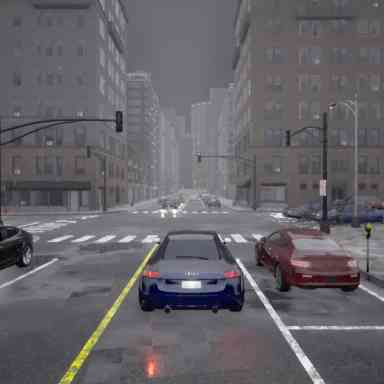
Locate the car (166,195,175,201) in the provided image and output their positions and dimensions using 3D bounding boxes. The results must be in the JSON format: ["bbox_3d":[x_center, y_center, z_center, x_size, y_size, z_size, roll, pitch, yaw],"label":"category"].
[{"bbox_3d":[-5.198,1.350,79.249,1.802,1.307,4.206,0,0,0],"label":"car"}]

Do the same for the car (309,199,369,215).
[{"bbox_3d":[13.660,1.356,31.144,4.718,1.301,1.895,-1,0,0],"label":"car"}]

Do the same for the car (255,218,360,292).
[{"bbox_3d":[2.760,1.580,8.646,1.802,1.307,4.206,0,0,0],"label":"car"}]

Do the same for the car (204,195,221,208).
[{"bbox_3d":[3.037,1.509,45.855,1.802,1.307,4.206,0,0,0],"label":"car"}]

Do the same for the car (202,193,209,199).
[{"bbox_3d":[3.821,1.146,93.004,1.882,1.535,5.008,0,0,0],"label":"car"}]

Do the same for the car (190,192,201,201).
[{"bbox_3d":[0.520,1.320,74.294,1.812,1.442,4.674,0,0,0],"label":"car"}]

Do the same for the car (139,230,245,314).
[{"bbox_3d":[0.003,1.563,7.725,1.994,1.385,4.181,0,0,0],"label":"car"}]

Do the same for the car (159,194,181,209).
[{"bbox_3d":[-2.836,1.438,43.830,1.837,1.490,4.892,0,0,2],"label":"car"}]

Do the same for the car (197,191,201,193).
[{"bbox_3d":[0.606,1.089,84.294,2.128,1.511,4.902,0,0,0],"label":"car"}]

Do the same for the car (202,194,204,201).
[{"bbox_3d":[3.132,1.438,56.958,1.887,1.381,4.507,0,0,0],"label":"car"}]

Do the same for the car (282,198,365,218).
[{"bbox_3d":[9.441,1.396,24.462,5.357,1.411,2.033,-1,0,0],"label":"car"}]

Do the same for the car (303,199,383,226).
[{"bbox_3d":[10.255,1.401,21.208,5.357,1.411,2.033,-1,0,0],"label":"car"}]

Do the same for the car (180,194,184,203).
[{"bbox_3d":[-2.749,1.428,53.735,1.812,1.442,4.674,0,0,0],"label":"car"}]

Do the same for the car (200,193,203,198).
[{"bbox_3d":[3.279,1.390,73.620,1.802,1.307,4.206,0,0,0],"label":"car"}]

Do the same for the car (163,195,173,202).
[{"bbox_3d":[-5.246,1.359,73.697,2.008,1.369,4.403,0,0,0],"label":"car"}]

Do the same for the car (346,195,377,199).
[{"bbox_3d":[13.551,1.125,27.894,4.553,1.767,2.097,-1,0,0],"label":"car"}]

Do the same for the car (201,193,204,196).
[{"bbox_3d":[3.231,1.426,68.064,1.802,1.307,4.206,0,0,0],"label":"car"}]

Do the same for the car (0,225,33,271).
[{"bbox_3d":[-5.766,1.564,8.648,1.947,1.339,4.313,0,0,0],"label":"car"}]

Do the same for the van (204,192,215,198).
[{"bbox_3d":[3.084,1.251,51.406,1.690,1.788,3.998,0,0,0],"label":"van"}]

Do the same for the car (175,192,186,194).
[{"bbox_3d":[-2.617,1.356,64.124,2.128,1.511,4.902,0,0,1],"label":"car"}]

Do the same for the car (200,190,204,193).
[{"bbox_3d":[3.728,0.939,86.033,2.150,2.045,5.566,0,0,0],"label":"car"}]
